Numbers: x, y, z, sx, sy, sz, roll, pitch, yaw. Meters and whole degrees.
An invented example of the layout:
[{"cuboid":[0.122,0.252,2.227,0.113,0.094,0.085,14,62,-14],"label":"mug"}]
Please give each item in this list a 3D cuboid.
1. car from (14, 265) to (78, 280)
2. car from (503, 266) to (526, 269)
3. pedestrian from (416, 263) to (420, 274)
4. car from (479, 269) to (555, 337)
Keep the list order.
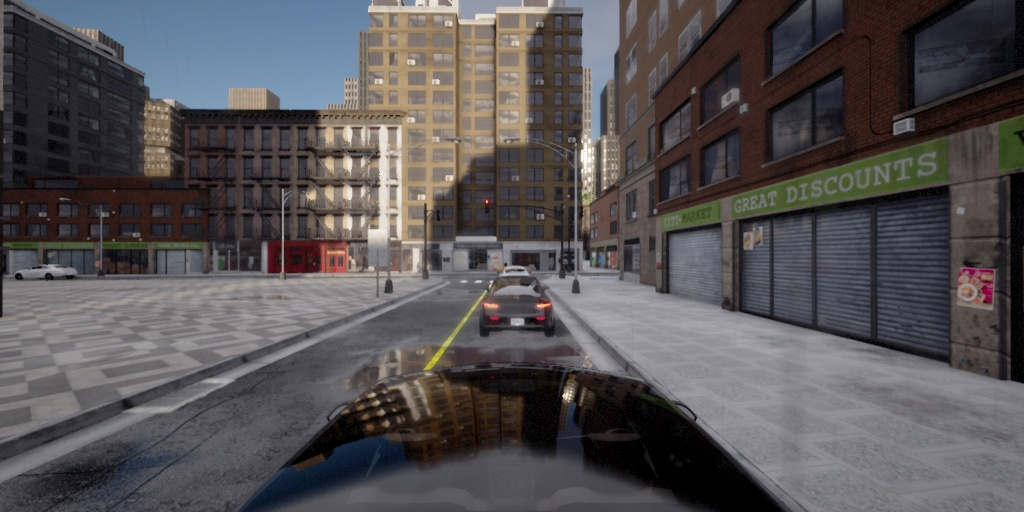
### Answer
[{"cuboid":[-45.305,1.564,34.921,4.674,1.442,1.812,0,0,0],"label":"car"},{"cuboid":[0.148,1.261,19.915,1.812,1.442,4.674,0,0,-1],"label":"car"},{"cuboid":[-10.043,0.953,38.334,0.375,1.860,0.375,0,0,-1],"label":"pedestrian"},{"cuboid":[0.121,1.271,10.135,1.812,1.442,4.674,0,0,0],"label":"car"}]
